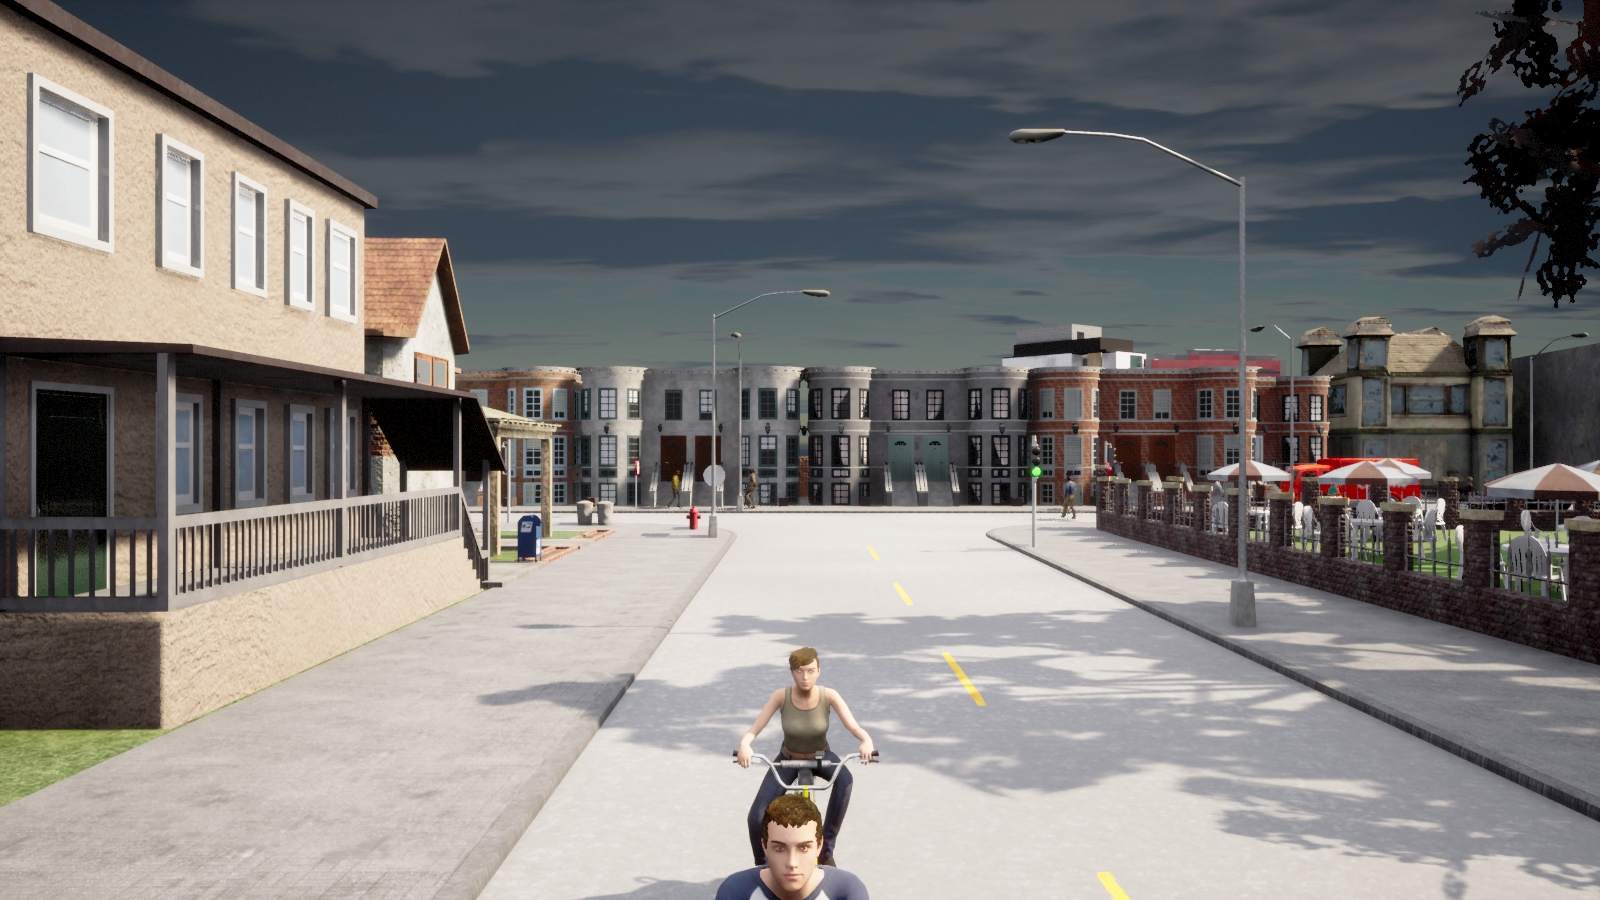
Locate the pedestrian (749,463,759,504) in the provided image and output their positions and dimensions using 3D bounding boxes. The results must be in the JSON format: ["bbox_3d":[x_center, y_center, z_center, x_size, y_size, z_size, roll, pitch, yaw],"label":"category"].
[{"bbox_3d":[-2.122,1.546,52.585,0.375,1.860,0.375,0,0,7],"label":"pedestrian"}]

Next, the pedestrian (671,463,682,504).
[{"bbox_3d":[-5.682,1.546,52.595,0.375,1.860,0.375,0,0,13],"label":"pedestrian"}]

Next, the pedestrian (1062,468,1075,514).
[{"bbox_3d":[10.802,1.647,45.940,0.375,1.860,0.375,0,0,-22],"label":"pedestrian"}]

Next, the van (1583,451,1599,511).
[{"bbox_3d":[37.194,1.334,48.909,5.915,2.561,1.988,0,0,1],"label":"van"}]

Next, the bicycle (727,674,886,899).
[{"bbox_3d":[0.033,2.040,6.906,0.859,1.080,1.487,0,0,0],"label":"bicycle"}]

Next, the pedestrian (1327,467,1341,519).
[{"bbox_3d":[19.133,1.533,40.905,0.375,1.860,0.375,0,0,11],"label":"pedestrian"}]

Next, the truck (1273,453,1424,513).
[{"bbox_3d":[23.374,1.365,48.875,5.204,2.467,2.627,0,0,0],"label":"truck"}]

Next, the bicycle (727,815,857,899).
[{"bbox_3d":[-0.022,1.938,3.212,0.373,1.296,1.643,0,0,0],"label":"bicycle"}]
